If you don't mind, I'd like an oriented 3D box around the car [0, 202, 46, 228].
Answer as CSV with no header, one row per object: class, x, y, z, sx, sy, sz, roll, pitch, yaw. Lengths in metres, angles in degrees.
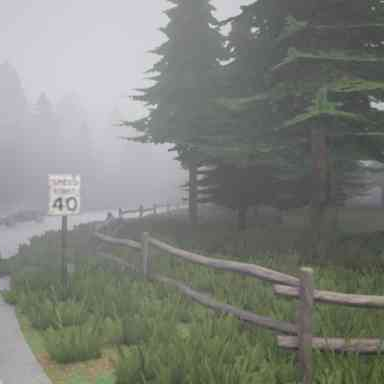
car,-11.587,1.433,21.824,2.128,1.511,4.902,0,0,7
